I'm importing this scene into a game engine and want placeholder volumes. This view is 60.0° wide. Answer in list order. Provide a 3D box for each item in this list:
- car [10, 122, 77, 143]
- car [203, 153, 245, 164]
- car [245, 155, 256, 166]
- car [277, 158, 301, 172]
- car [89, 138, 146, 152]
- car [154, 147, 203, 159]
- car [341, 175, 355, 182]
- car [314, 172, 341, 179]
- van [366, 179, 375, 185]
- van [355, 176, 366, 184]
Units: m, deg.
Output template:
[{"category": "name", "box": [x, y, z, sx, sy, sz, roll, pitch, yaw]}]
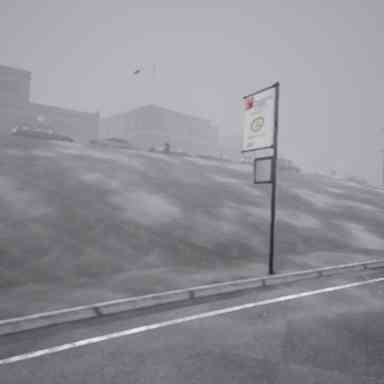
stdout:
[{"category": "car", "box": [-10.717, -3.996, 24.203, 4.553, 1.767, 2.185, 3, -1, -34]}, {"category": "car", "box": [2.625, -3.217, 34.162, 4.892, 1.521, 2.231, 3, -1, -38]}, {"category": "car", "box": [6.992, -3.105, 37.726, 4.553, 1.767, 2.185, 3, -1, -39]}, {"category": "car", "box": [11.273, -2.972, 41.352, 5.566, 2.045, 2.435, 3, -2, -40]}, {"category": "car", "box": [-6.070, -3.617, 27.534, 4.792, 1.488, 2.163, 3, -1, -36]}, {"category": "car", "box": [-1.649, -3.390, 30.831, 4.674, 1.452, 2.002, 3, -1, -37]}, {"category": "car", "box": [23.407, -1.790, 52.603, 4.674, 1.452, 2.002, 5, -2, -44]}, {"category": "car", "box": [19.421, -2.109, 48.765, 4.674, 1.452, 2.002, 4, -2, -43]}, {"category": "van", "box": [31.264, -1.349, 60.590, 1.878, 1.987, 4.442, 1, -3, 44]}, {"category": "van", "box": [27.440, -1.708, 56.599, 4.442, 1.987, 1.878, 5, -3, -45]}]
